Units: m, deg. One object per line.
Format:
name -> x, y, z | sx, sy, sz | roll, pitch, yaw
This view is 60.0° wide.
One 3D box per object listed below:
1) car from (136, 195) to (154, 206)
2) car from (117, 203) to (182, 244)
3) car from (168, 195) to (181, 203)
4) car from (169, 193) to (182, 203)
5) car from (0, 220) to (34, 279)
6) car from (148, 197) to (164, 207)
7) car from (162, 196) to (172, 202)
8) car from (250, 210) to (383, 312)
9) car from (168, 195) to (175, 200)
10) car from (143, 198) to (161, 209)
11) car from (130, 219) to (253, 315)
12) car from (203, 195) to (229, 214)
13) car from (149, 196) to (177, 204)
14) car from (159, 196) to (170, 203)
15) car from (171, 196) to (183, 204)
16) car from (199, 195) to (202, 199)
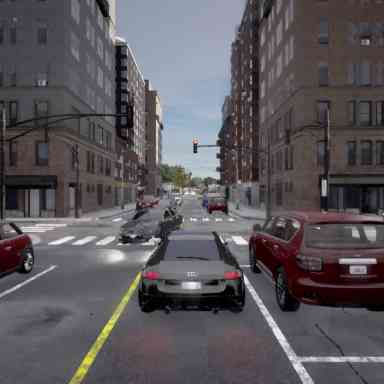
car -> -5.476, 1.313, 40.201 | 2.192, 1.841, 5.009 | 0, 0, 0
car -> -1.775, 1.506, 15.510 | 1.837, 1.490, 4.892 | -3, -1, 14
car -> -2.891, 1.489, 43.284 | 2.128, 1.511, 4.902 | 0, 0, 0
car -> -2.845, 1.218, 53.163 | 2.150, 2.045, 5.566 | 0, 0, 1
car -> -5.397, 1.440, 7.642 | 1.967, 1.590, 4.097 | 0, 0, 0
car -> -5.488, 1.548, 51.209 | 2.008, 1.369, 4.403 | 0, 0, 0
car -> -5.511, 1.539, 73.223 | 1.887, 1.381, 4.507 | 0, 0, 0
car -> 2.628, 1.315, 7.654 | 2.192, 1.841, 5.009 | 0, 0, 0
car -> -5.528, 1.575, 89.735 | 1.802, 1.307, 4.206 | 0, 0, 0
car -> -5.482, 1.563, 45.705 | 1.947, 1.339, 4.313 | 0, 0, 0
car -> 0.014, 1.564, 7.677 | 1.994, 1.385, 4.181 | 0, 0, 1
car -> 2.651, 1.313, 34.710 | 2.192, 1.841, 5.009 | 0, 0, 0
car -> -2.894, 1.476, 33.729 | 1.882, 1.535, 5.008 | 0, 0, 0
car -> -5.505, 1.540, 67.720 | 1.887, 1.381, 4.507 | 0, 0, 0
car -> -2.849, 1.560, 63.222 | 1.994, 1.385, 4.181 | 0, 0, 1
car -> 2.614, 1.312, 51.222 | 2.192, 1.841, 5.009 | 0, 0, 0
